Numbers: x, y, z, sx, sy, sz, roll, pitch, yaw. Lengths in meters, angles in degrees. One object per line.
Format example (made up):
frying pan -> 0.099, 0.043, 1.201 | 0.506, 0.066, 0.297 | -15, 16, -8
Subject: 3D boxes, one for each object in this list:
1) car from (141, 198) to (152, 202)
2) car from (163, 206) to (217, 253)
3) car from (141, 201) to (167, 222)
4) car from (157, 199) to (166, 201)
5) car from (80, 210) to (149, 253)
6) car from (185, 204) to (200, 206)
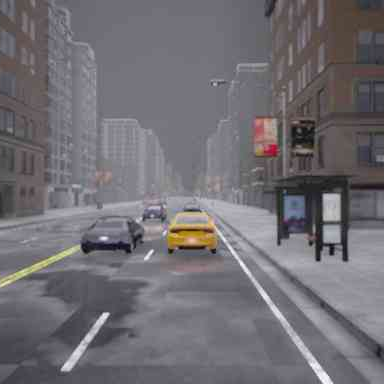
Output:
car -> -9.731, 2.053, 71.818 | 2.097, 1.767, 4.553 | 0, -1, 0
car -> 0.011, 1.617, 14.480 | 1.882, 1.535, 5.008 | 0, 0, 0
car -> -3.236, 1.809, 29.387 | 1.812, 1.442, 4.674 | 0, 0, 0
car -> -6.481, 2.250, 71.785 | 1.994, 1.385, 4.181 | 0, -1, 0
car -> -3.240, 1.701, 14.273 | 1.994, 1.385, 4.181 | 0, -1, 0
car -> 0.013, 1.790, 29.308 | 1.837, 1.490, 4.892 | 0, 0, 0
